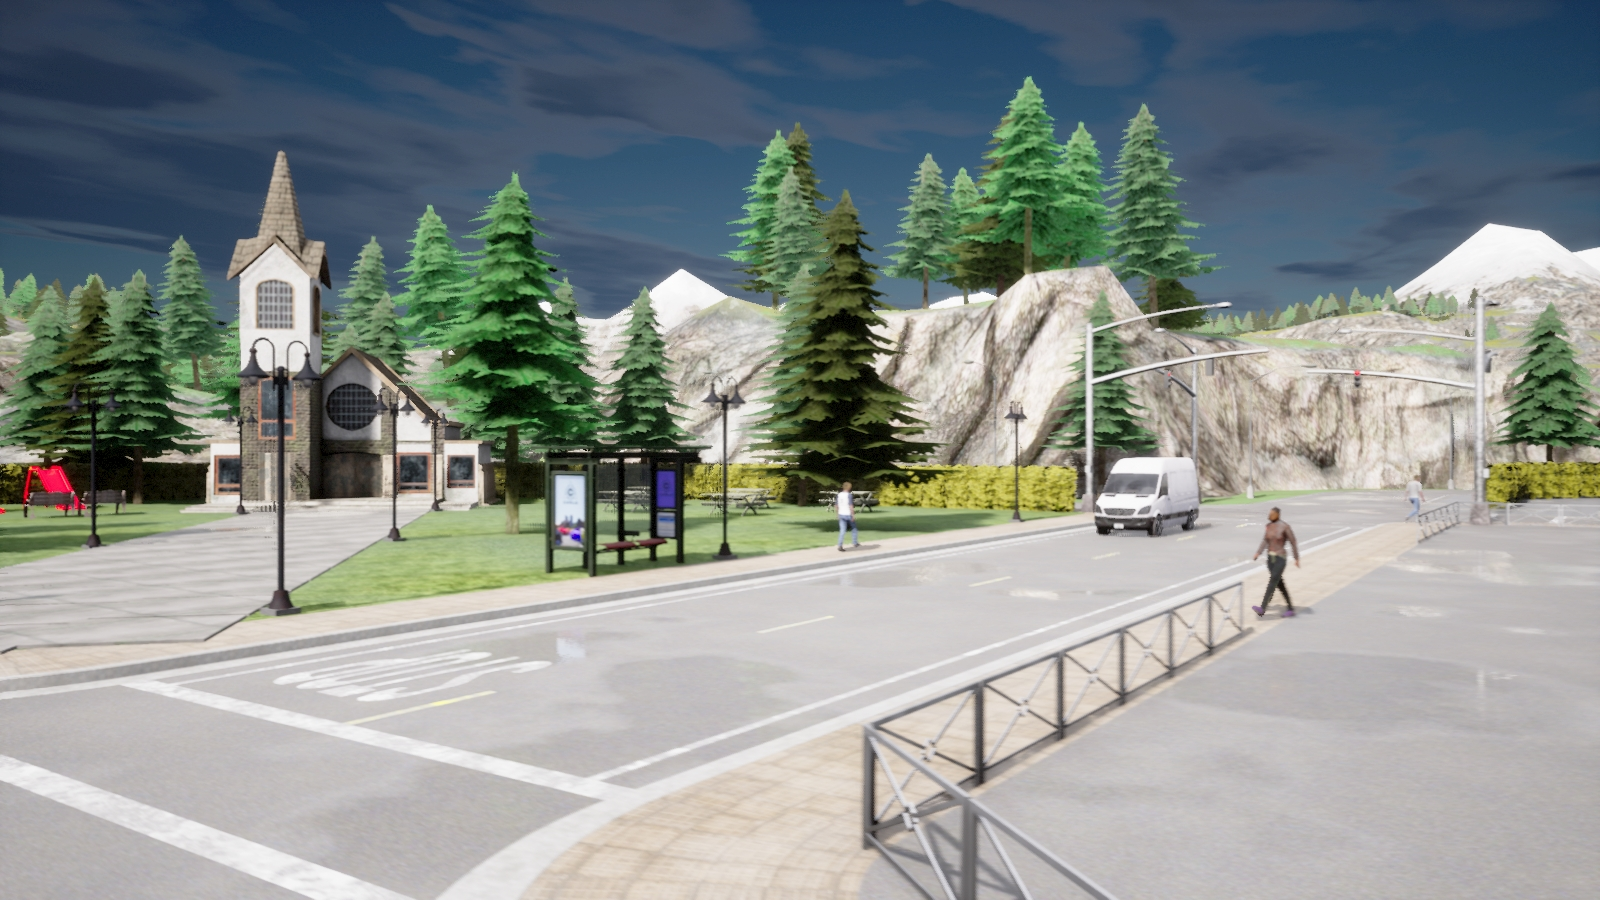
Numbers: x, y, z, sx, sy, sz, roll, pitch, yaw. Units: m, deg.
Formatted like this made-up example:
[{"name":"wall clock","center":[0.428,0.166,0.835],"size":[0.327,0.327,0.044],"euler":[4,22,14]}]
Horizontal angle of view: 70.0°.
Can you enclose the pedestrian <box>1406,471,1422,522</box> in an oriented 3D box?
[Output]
[{"name":"pedestrian","center":[22.456,1.691,41.796],"size":[0.375,1.860,0.375],"euler":[0,0,-20]}]

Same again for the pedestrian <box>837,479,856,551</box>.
[{"name":"pedestrian","center":[1.220,1.690,29.975],"size":[0.375,1.860,0.375],"euler":[0,0,37]}]

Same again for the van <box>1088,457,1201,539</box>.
[{"name":"van","center":[11.830,1.529,38.899],"size":[1.988,2.561,5.915],"euler":[0,0,34]}]

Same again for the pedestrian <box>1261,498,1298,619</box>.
[{"name":"pedestrian","center":[7.541,1.690,17.971],"size":[0.375,1.860,0.375],"euler":[0,0,-25]}]
